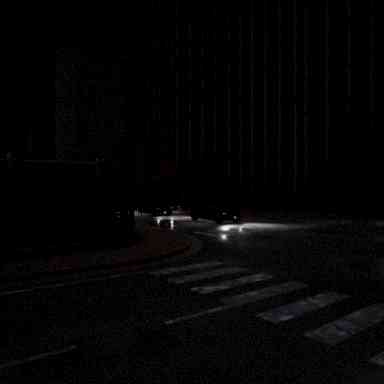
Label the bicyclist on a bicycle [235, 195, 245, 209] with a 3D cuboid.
[{"bbox_3d":[5.716,1.234,39.470,1.656,1.620,0.582,0,0,-36],"label":"bicyclist on a bicycle"}]

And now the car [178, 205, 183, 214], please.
[{"bbox_3d":[0.544,1.538,32.488,1.895,1.301,4.718,0,0,-36],"label":"car"}]

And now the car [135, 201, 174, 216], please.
[{"bbox_3d":[-3.710,1.539,32.051,1.895,1.301,4.718,0,0,-36],"label":"car"}]

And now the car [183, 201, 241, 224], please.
[{"bbox_3d":[1.585,1.464,24.651,1.812,1.442,4.674,0,0,-36],"label":"car"}]
